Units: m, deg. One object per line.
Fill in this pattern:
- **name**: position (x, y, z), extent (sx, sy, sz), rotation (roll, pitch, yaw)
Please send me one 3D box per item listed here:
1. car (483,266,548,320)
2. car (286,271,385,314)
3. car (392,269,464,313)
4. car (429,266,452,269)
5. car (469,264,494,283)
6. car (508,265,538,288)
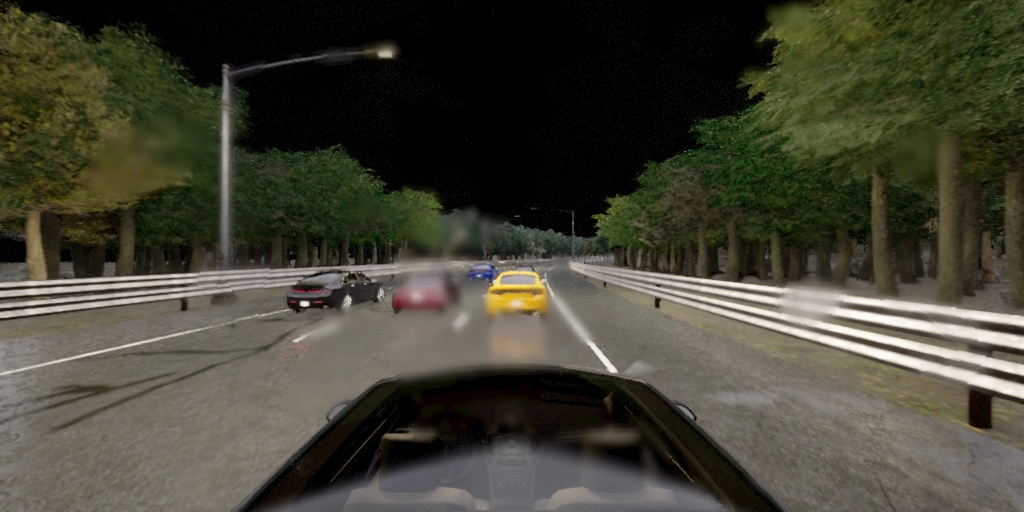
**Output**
- **car**: position (0.268, 1.285, 13.052), extent (1.882, 1.535, 5.008), rotation (0, 0, 3)
- **car**: position (-6.685, 1.316, 14.170), extent (1.837, 1.490, 4.892), rotation (0, 0, 3)
- **car**: position (-3.174, 1.377, 14.314), extent (1.994, 1.385, 4.181), rotation (0, 0, 3)
- **car**: position (-5.851, 1.460, 29.281), extent (1.994, 1.385, 4.181), rotation (0, 0, 5)
- **car**: position (-2.280, 1.379, 29.988), extent (1.882, 1.535, 5.008), rotation (0, 0, 5)
- **car**: position (0.932, 1.430, 26.458), extent (2.033, 1.411, 5.357), rotation (0, 0, 4)
